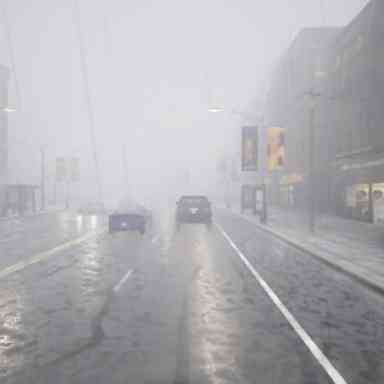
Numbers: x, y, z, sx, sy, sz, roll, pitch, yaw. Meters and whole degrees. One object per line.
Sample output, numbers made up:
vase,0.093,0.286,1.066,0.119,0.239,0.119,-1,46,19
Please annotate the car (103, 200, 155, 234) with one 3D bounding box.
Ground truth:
car,-3.401,1.476,19.110,1.882,1.535,5.008,0,0,0

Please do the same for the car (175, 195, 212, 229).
car,0.099,1.219,21.514,2.150,2.045,5.566,0,0,0

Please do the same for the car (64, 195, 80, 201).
car,-29.261,1.513,81.987,4.674,1.452,2.002,0,0,20

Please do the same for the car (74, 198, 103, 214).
car,-10.624,1.598,35.498,1.895,1.301,4.718,0,0,-1

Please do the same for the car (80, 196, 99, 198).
car,-23.958,1.588,79.816,4.718,1.301,1.895,0,0,30

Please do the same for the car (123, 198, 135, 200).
car,-7.306,1.474,38.309,1.882,1.535,5.008,0,0,-3

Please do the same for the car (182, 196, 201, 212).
car,-0.109,1.348,39.272,2.097,1.767,4.553,0,0,-3
